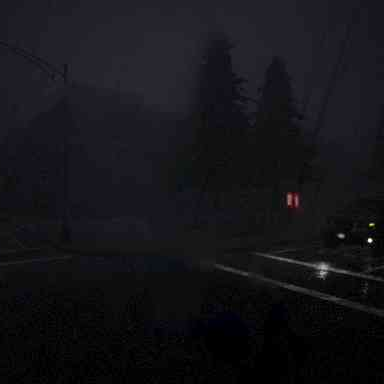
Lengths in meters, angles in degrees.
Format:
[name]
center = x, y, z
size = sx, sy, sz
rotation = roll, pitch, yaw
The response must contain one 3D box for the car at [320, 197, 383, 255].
[car]
center = 7.649, 1.247, 13.771
size = 5.566, 2.045, 2.150
rotation = 0, 0, -37
